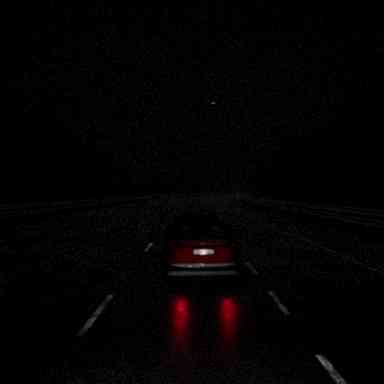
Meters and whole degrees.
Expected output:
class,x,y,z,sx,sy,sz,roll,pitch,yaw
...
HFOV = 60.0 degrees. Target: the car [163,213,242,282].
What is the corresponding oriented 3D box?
class,x,y,z,sx,sy,sz,roll,pitch,yaw
car,0.170,1.401,9.734,2.033,1.649,4.856,0,0,-2
